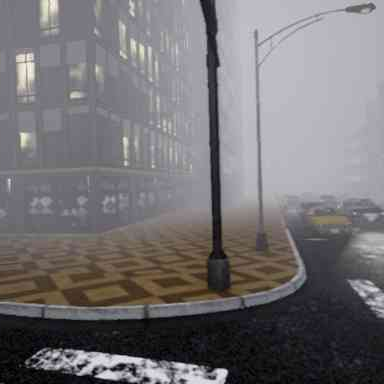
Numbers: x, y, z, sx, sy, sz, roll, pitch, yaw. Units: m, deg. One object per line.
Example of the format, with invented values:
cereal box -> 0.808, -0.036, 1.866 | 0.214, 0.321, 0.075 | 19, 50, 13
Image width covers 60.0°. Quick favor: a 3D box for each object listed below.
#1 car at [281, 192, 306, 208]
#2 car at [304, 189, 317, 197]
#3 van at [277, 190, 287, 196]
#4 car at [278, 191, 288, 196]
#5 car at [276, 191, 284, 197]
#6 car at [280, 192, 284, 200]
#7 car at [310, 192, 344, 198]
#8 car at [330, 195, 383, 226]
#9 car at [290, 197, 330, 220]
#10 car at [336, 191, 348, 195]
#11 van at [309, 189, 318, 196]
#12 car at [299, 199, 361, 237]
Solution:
car -> 11.691, 1.045, 38.489 | 1.887, 1.381, 4.507 | -2, 0, 13
car -> 16.472, 0.689, 47.142 | 2.097, 1.767, 4.553 | -1, 0, 13
van -> 16.805, 0.588, 60.519 | 1.690, 1.788, 3.998 | -2, 0, 13
car -> 14.252, 0.918, 49.504 | 1.887, 1.381, 4.507 | -2, 0, 13
car -> 23.218, 0.513, 88.056 | 1.802, 1.307, 4.206 | -2, 0, 13
car -> 12.973, 1.019, 43.997 | 1.802, 1.307, 4.206 | -2, 0, 13
car -> 12.974, 1.005, 32.144 | 1.837, 1.490, 4.892 | -1, 0, 14
car -> 10.089, 1.134, 20.060 | 2.128, 1.511, 4.902 | -1, 0, 13
car -> 7.849, 1.257, 21.968 | 1.947, 1.339, 4.313 | -2, 0, 13
car -> 23.688, 0.542, 53.112 | 1.967, 1.590, 4.097 | -2, 0, 13
van -> 31.367, 0.064, 86.157 | 1.690, 1.788, 3.998 | -2, 0, 13
car -> 6.529, 1.283, 16.295 | 1.752, 1.417, 4.829 | -2, 0, 13
